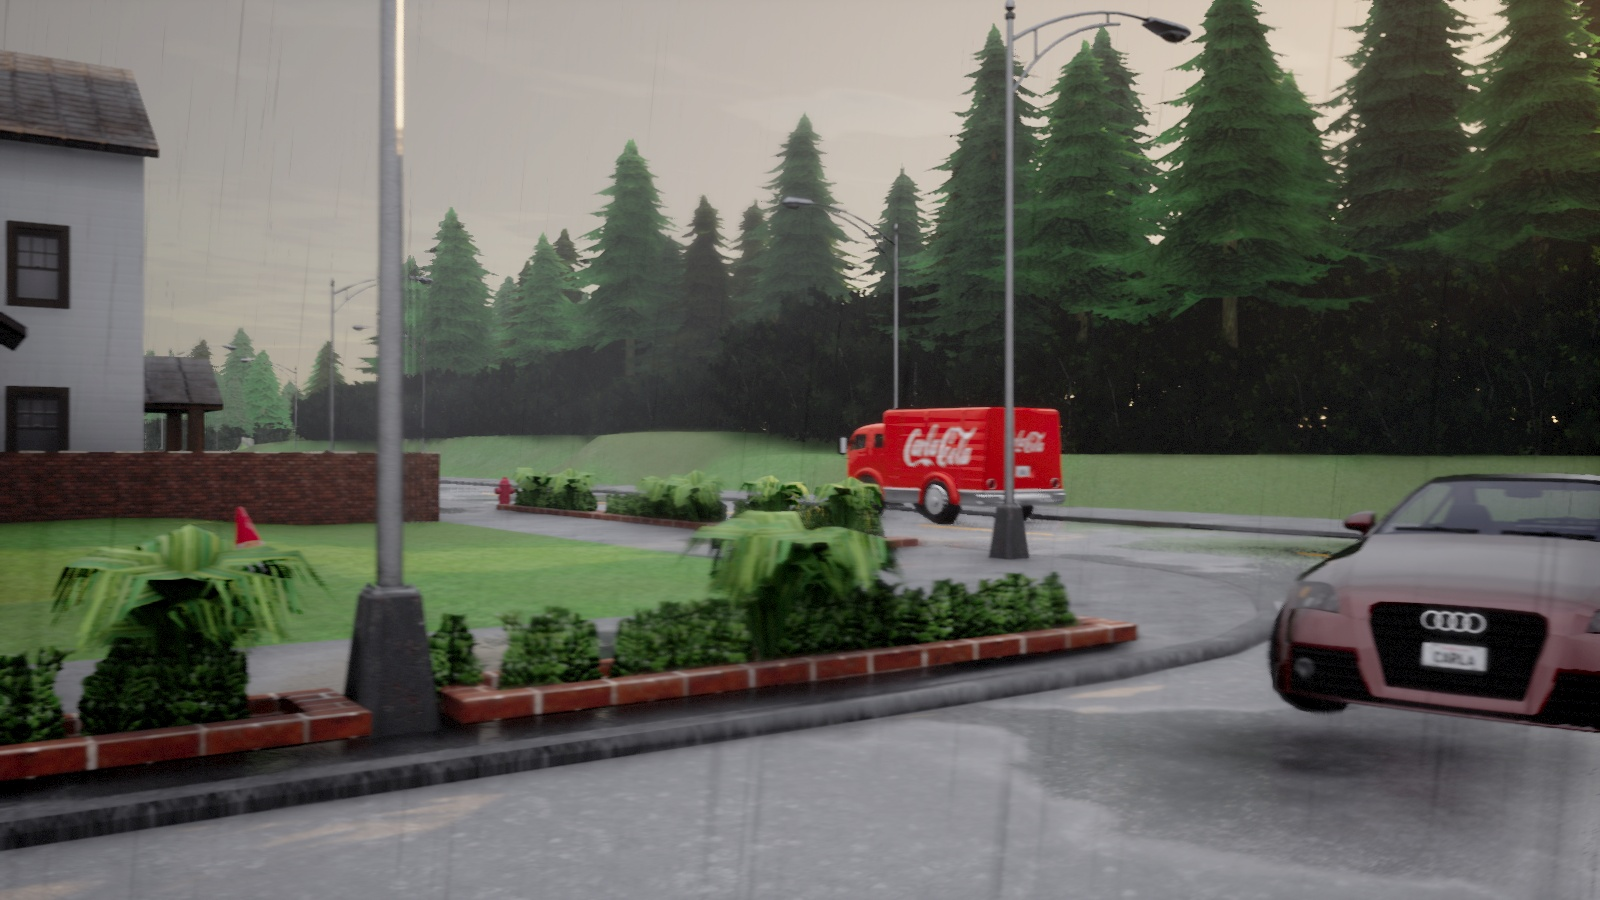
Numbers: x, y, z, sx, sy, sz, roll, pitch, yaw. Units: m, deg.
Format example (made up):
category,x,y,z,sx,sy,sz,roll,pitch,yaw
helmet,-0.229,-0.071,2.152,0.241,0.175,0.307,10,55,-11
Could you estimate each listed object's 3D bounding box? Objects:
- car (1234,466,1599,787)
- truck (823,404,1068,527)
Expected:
category,x,y,z,sx,sy,sz,roll,pitch,yaw
car,4.403,0.819,7.647,1.994,1.385,4.181,0,0,39
truck,3.116,0.320,27.989,2.627,2.467,5.204,0,0,-35
